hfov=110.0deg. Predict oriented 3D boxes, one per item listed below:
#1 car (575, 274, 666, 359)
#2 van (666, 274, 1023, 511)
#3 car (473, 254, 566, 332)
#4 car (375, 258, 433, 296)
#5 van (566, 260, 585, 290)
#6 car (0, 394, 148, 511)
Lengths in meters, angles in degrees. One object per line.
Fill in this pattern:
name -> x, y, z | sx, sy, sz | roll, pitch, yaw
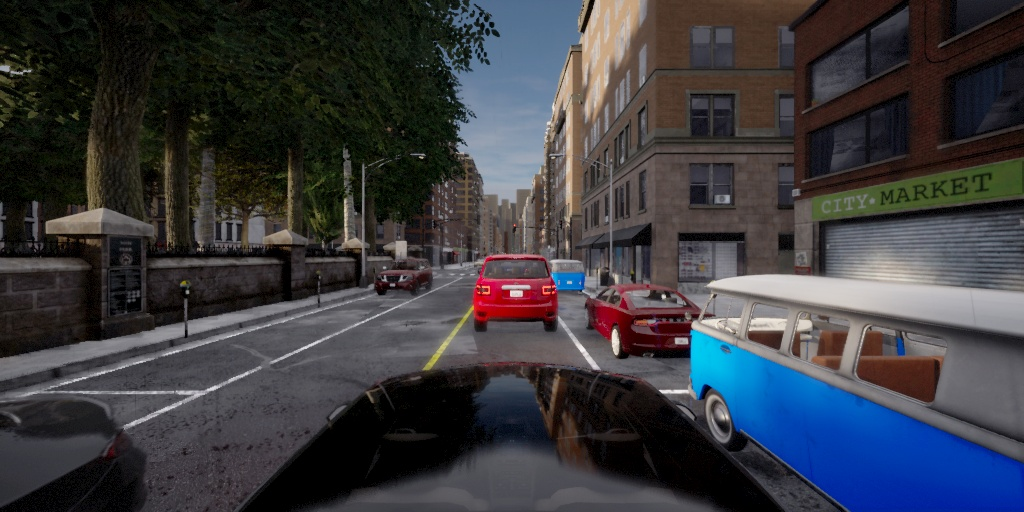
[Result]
car -> 2.853, 1.294, 8.261 | 1.888, 1.381, 4.507 | 0, 0, 0
van -> 2.856, 1.091, 2.600 | 1.690, 1.789, 3.998 | 0, 0, 0
car -> 0.092, 0.970, 11.019 | 2.150, 2.045, 5.566 | 0, 0, 0
car -> -5.678, 1.059, 19.537 | 2.192, 1.841, 5.009 | 0, 0, 0
van -> 2.847, 1.085, 19.582 | 1.690, 1.789, 3.998 | 0, 0, 0
car -> -3.099, 1.276, 0.230 | 1.812, 1.442, 4.674 | 0, 0, 0
